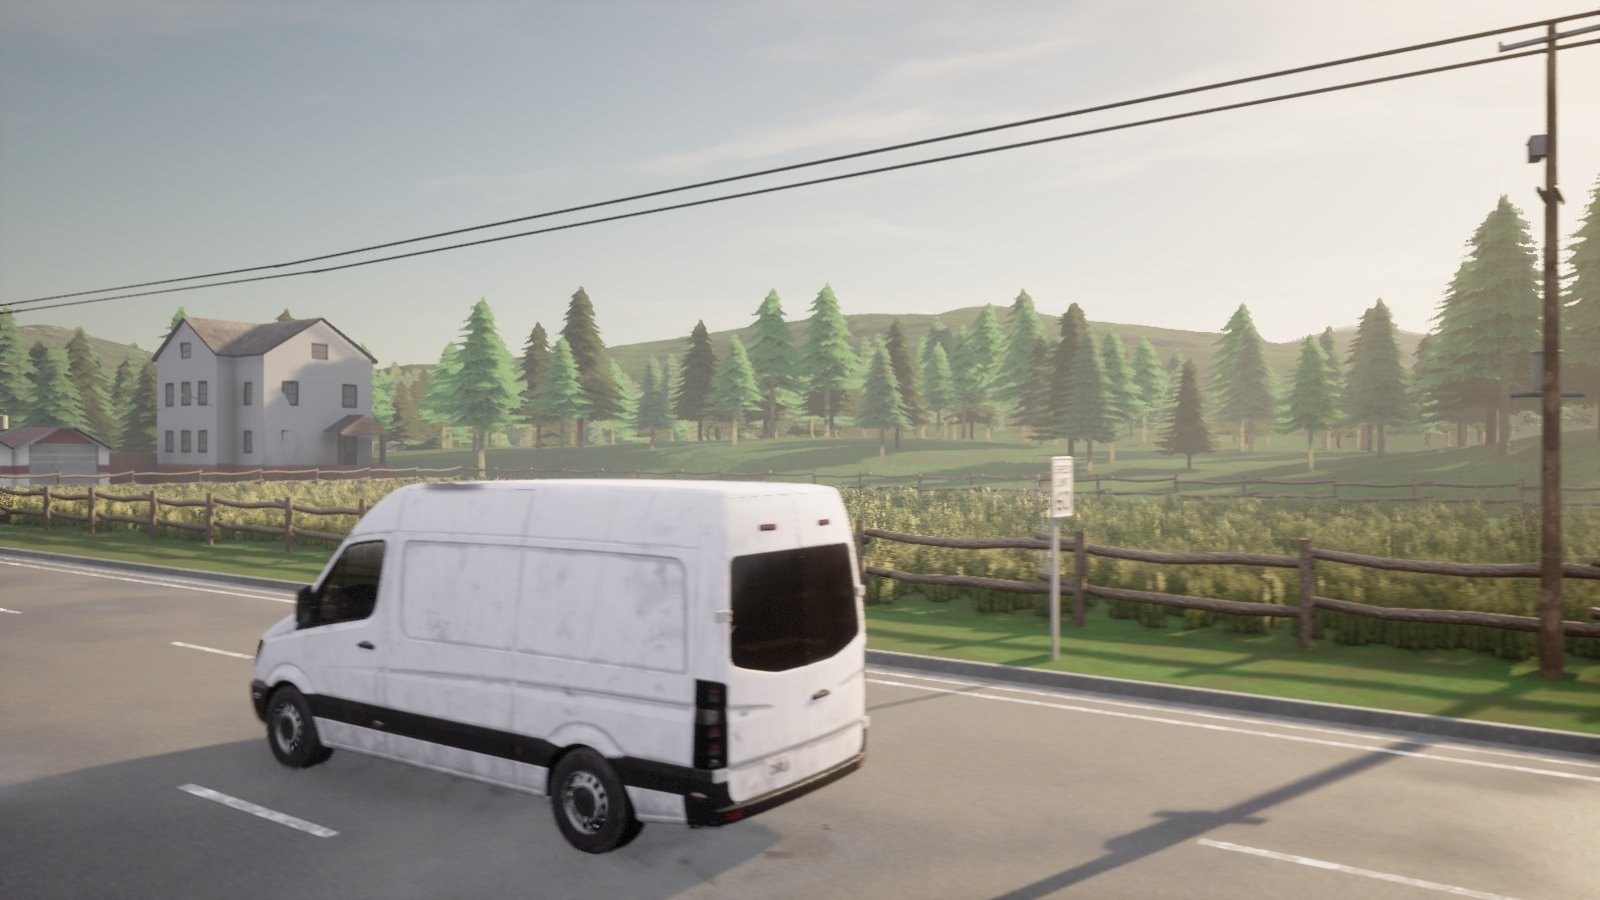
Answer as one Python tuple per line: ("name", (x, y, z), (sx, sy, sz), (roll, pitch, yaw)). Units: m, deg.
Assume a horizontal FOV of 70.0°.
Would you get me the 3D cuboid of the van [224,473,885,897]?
("van", (-2.337, 1.529, 9.699), (5.915, 2.561, 1.988), (0, 0, 35))
